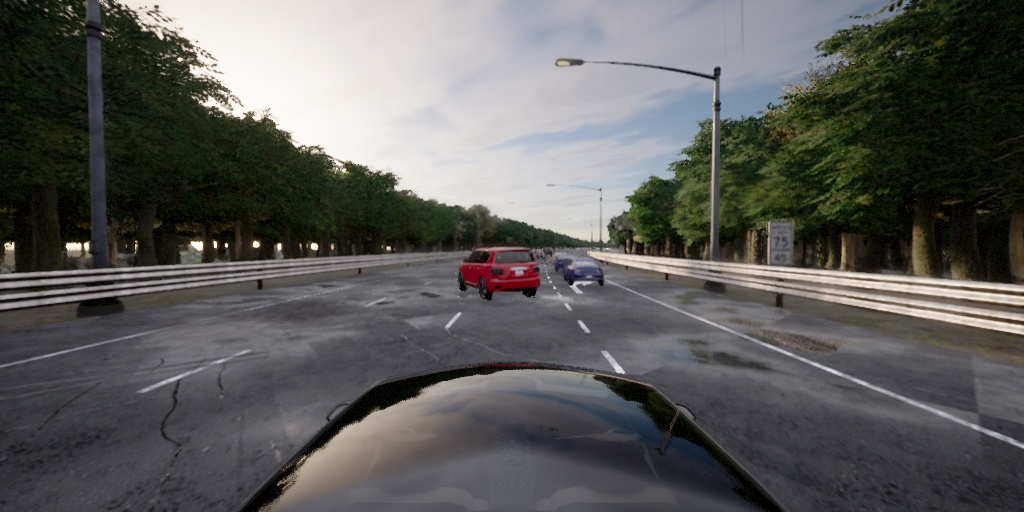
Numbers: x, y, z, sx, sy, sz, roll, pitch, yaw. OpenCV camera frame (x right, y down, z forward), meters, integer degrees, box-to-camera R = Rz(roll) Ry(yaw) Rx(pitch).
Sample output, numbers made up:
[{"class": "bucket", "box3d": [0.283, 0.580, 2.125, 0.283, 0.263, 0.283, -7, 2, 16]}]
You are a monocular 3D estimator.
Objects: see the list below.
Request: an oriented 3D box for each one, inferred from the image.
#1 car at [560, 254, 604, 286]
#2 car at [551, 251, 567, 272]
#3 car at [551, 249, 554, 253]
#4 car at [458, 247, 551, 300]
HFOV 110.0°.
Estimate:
[{"class": "car", "box3d": [4.000, 0.828, 20.355, 1.812, 1.442, 4.674, 0, 1, 3]}, {"class": "car", "box3d": [4.677, 0.528, 31.003, 1.882, 1.535, 5.008, 0, 1, 4]}, {"class": "car", "box3d": [5.638, 0.277, 41.632, 1.882, 1.535, 5.008, 0, 1, 6]}, {"class": "car", "box3d": [-0.728, 0.638, 15.537, 2.150, 2.045, 5.566, -2, 2, -22]}]
